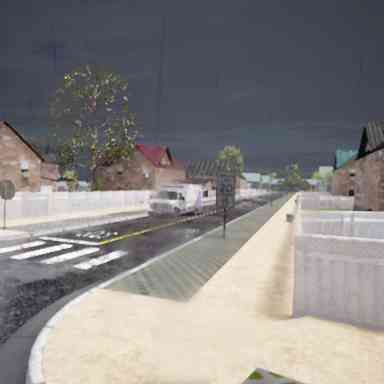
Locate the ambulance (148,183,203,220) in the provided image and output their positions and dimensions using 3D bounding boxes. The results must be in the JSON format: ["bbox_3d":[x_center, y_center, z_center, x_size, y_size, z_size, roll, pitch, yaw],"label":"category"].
[{"bbox_3d":[-1.141,0.610,24.971,2.351,2.431,6.366,3,2,18],"label":"ambulance"}]
